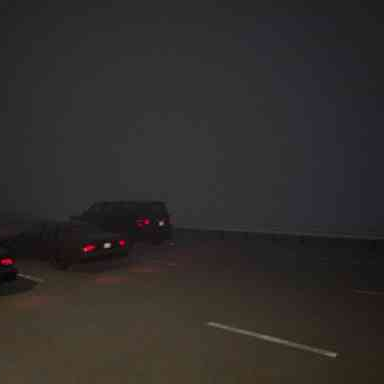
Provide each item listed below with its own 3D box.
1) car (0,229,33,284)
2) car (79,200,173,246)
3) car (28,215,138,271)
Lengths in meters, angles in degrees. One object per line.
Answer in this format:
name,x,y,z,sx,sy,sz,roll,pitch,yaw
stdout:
car,-6.592,1.691,8.593,5.357,1.411,2.033,-1,-1,36
car,-3.394,1.382,14.921,5.566,2.045,2.150,-1,0,36
car,-4.584,1.692,11.461,5.357,1.411,2.033,-1,-1,36
